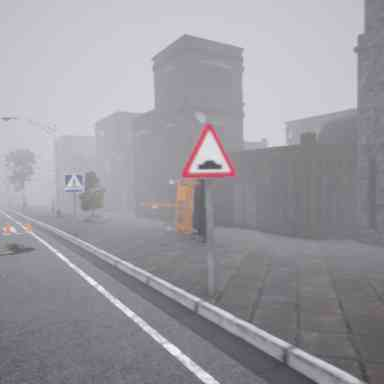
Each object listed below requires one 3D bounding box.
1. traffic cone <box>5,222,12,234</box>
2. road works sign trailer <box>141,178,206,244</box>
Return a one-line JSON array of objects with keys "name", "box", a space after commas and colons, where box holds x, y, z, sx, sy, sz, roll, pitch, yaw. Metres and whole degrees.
[{"name": "traffic cone", "box": [-9.943, 1.931, 18.012, 0.340, 0.580, 0.340, -3, 1, -32]}, {"name": "road works sign trailer", "box": [-0.277, 0.542, 12.611, 2.880, 2.380, 3.560, 4, -2, -19]}]
